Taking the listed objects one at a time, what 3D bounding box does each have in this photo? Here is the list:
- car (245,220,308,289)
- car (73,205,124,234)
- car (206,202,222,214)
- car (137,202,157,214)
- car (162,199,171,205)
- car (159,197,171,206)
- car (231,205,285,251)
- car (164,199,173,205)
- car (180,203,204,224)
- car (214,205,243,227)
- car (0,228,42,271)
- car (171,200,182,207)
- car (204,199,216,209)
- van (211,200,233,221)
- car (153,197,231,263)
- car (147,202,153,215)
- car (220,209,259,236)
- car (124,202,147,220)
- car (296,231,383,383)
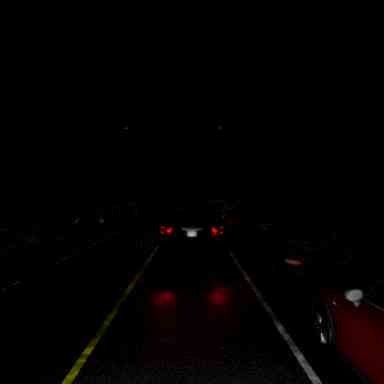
[{"bbox_3d":[2.765,1.673,9.134,1.802,1.307,4.206,0,-1,0],"label":"car"},{"bbox_3d":[-5.759,1.643,20.326,1.967,1.590,4.097,0,-1,0],"label":"car"},{"bbox_3d":[2.767,2.011,42.746,1.802,1.307,4.206,0,-1,0],"label":"car"},{"bbox_3d":[-5.758,1.994,42.730,1.947,1.339,4.313,0,-1,0],"label":"car"},{"bbox_3d":[-5.756,2.298,76.169,1.752,1.417,4.829,0,-1,0],"label":"car"},{"bbox_3d":[-5.756,2.031,70.740,2.192,1.841,5.009,0,-1,0],"label":"car"},{"bbox_3d":[2.766,1.462,14.739,2.192,1.841,5.009,0,-1,0],"label":"car"},{"bbox_3d":[-5.755,2.356,81.770,1.752,1.417,4.829,0,-1,0],"label":"car"},{"bbox_3d":[0.022,1.792,28.513,1.837,1.490,4.892,0,0,0],"label":"car"},{"bbox_3d":[2.766,1.786,26.110,1.752,1.417,4.829,0,-1,0],"label":"car"},{"bbox_3d":[-5.760,1.615,8.951,1.752,1.417,4.829,0,-1,0],"label":"car"},{"bbox_3d":[-3.016,2.222,65.342,1.994,1.385,4.181,0,-1,1],"label":"car"},{"bbox_3d":[3.003,2.034,57.367,1.801,1.575,5.366,0,-1,0],"label":"car"},{"bbox_3d":[2.767,1.657,31.544,1.690,1.788,3.998,0,-1,0],"label":"van"},{"bbox_3d":[0.012,1.350,12.588,2.150,2.045,5.566,0,0,0],"label":"car"},{"bbox_3d":[-5.758,1.954,37.128,1.802,1.307,4.206,0,-1,0],"label":"car"},{"bbox_3d":[2.766,1.785,20.338,1.802,1.307,4.206,0,-1,0],"label":"car"},{"bbox_3d":[-5.758,1.755,31.528,1.967,1.590,4.097,0,-1,0],"label":"car"},{"bbox_3d":[2.765,1.476,3.534,1.967,1.590,4.097,0,-1,0],"label":"car"}]
